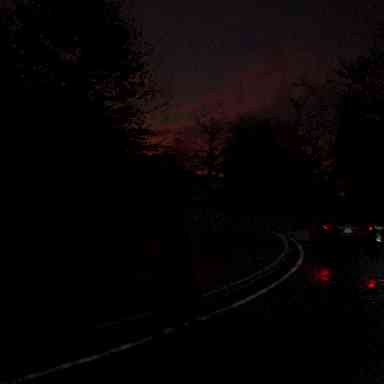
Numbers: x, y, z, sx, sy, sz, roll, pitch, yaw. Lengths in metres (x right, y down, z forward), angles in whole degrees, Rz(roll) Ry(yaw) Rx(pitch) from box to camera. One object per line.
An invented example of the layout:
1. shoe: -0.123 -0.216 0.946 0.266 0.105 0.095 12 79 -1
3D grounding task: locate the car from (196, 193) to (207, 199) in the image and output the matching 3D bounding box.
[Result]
1. car: 2.999 1.042 92.493 1.837 1.490 4.892 0 1 13

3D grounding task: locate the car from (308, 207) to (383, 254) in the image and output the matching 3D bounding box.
1. car: 6.333 1.487 14.403 2.097 1.767 4.553 0 0 15
